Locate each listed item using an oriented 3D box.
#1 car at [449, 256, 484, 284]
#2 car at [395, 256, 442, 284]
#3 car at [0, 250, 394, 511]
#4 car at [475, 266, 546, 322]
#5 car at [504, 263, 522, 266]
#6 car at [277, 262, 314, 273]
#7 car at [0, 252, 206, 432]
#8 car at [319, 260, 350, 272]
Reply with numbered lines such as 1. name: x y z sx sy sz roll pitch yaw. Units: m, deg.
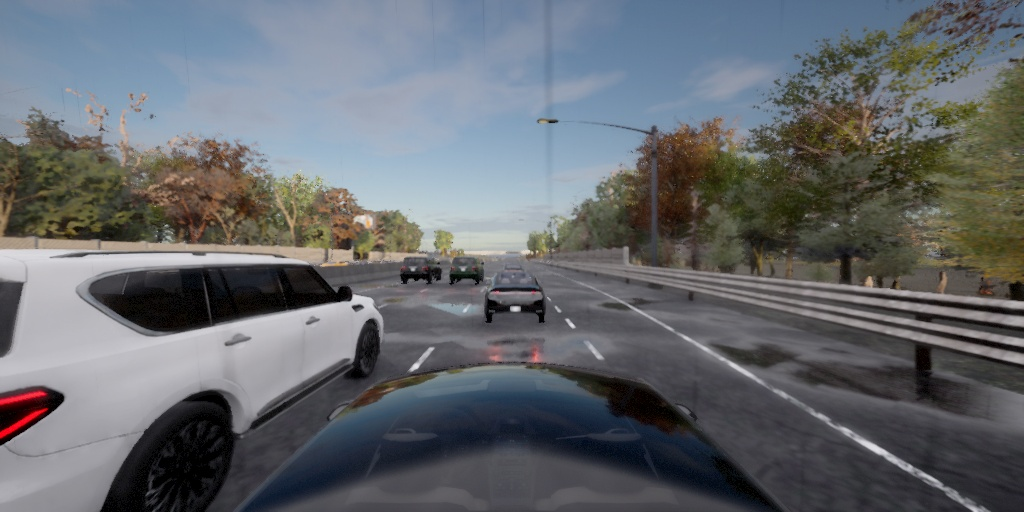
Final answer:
1. car: -3.409 1.056 27.719 2.150 2.045 5.566 0 0 0
2. car: -6.910 1.056 27.730 2.150 2.045 5.566 0 0 0
3. car: -3.402 0.978 4.146 2.150 2.045 5.566 0 0 0
4. car: 0.097 1.274 12.436 2.128 1.511 4.902 0 0 0
5. car: 0.092 1.330 28.632 2.128 1.511 4.902 0 0 0
6. car: -28.086 1.512 46.741 1.895 1.301 4.718 0 0 0
7. car: -6.903 0.978 4.035 2.150 2.045 5.566 0 0 0
8. car: -24.577 1.401 49.882 1.882 1.535 5.008 0 0 0
